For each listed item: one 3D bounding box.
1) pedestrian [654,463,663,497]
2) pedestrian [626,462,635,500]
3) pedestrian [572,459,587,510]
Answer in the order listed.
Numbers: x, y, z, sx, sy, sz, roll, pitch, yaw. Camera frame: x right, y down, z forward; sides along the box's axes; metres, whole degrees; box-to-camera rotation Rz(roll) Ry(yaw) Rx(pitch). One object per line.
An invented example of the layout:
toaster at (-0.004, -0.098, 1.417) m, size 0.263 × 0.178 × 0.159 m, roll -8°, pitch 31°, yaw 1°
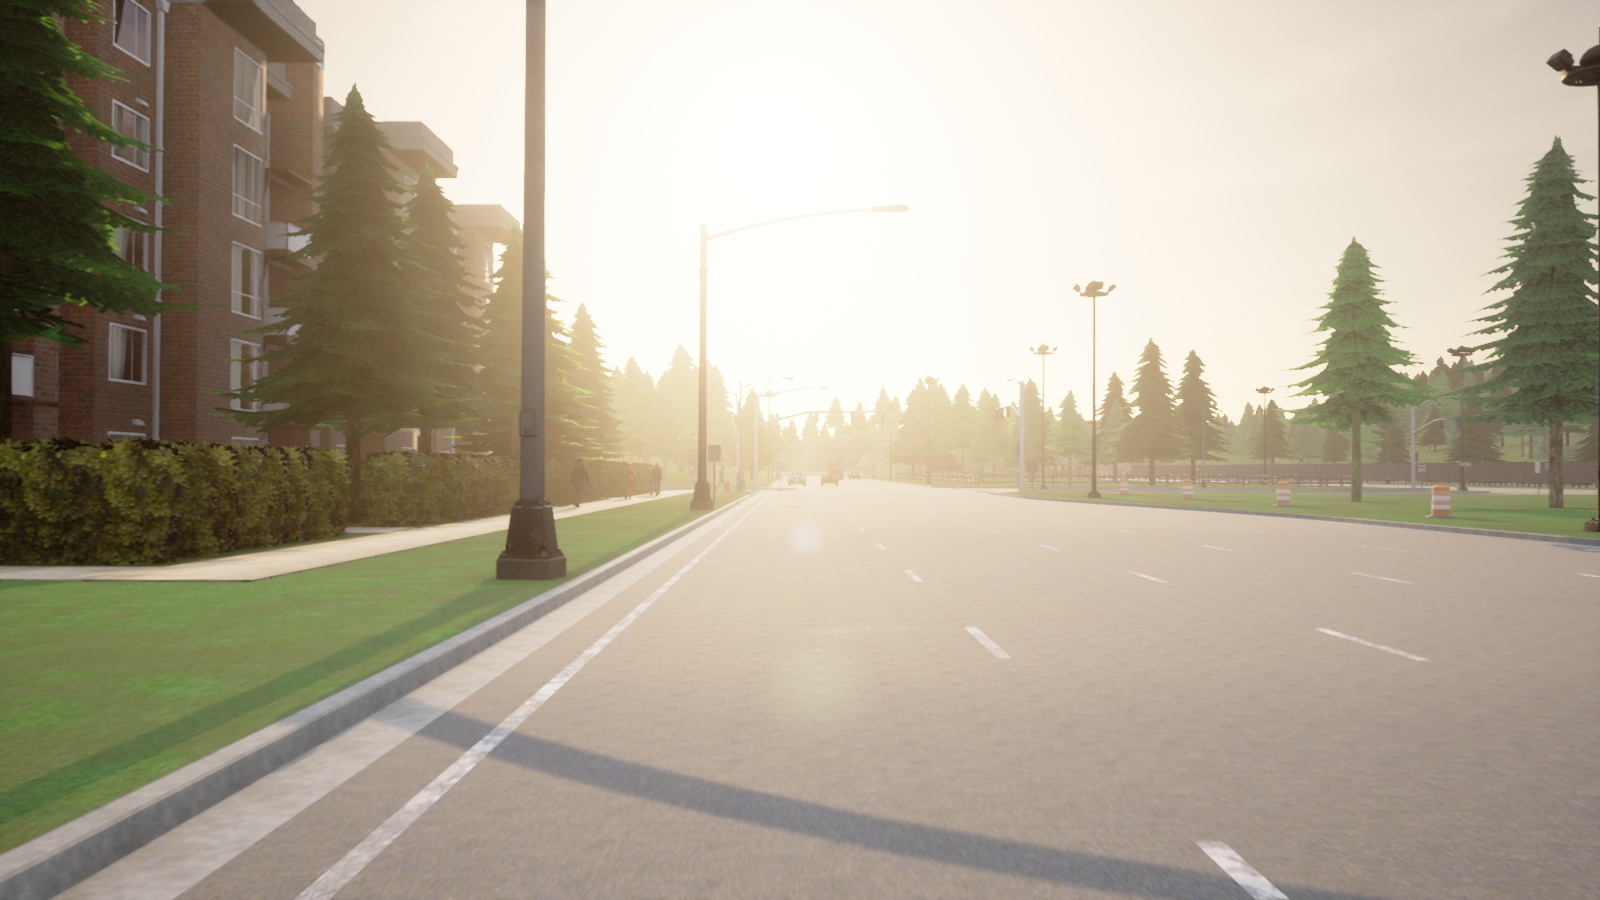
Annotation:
pedestrian at (-7.697, 1.615, 68.116) m, size 0.402 × 1.842 × 0.726 m, roll 0°, pitch -1°, yaw 0°
pedestrian at (-8.217, 1.497, 60.948) m, size 0.345 × 1.836 × 0.594 m, roll 0°, pitch -1°, yaw 0°
pedestrian at (-8.041, 1.242, 45.757) m, size 0.431 × 1.840 × 0.703 m, roll 0°, pitch -1°, yaw 1°
